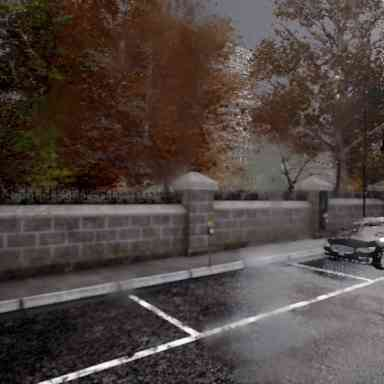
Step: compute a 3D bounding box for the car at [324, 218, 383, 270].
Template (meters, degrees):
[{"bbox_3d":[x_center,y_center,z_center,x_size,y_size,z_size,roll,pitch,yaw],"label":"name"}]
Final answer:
[{"bbox_3d":[6.115,1.549,10.913,4.403,1.369,2.008,0,1,-36],"label":"car"}]
